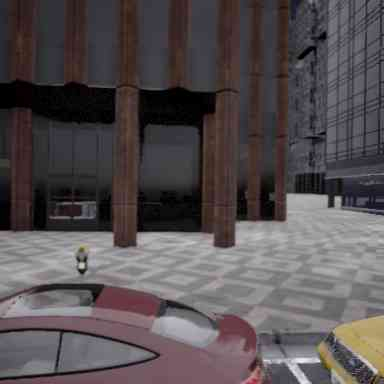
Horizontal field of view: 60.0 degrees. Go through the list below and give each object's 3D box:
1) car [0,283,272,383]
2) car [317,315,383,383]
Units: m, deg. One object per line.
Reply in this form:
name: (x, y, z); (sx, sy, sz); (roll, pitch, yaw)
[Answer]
car: (-1.411, 1.549, 2.962); (4.206, 1.307, 1.802); (1, 0, -5)
car: (3.836, 1.582, 3.436); (4.829, 1.417, 1.752); (1, 0, -5)
